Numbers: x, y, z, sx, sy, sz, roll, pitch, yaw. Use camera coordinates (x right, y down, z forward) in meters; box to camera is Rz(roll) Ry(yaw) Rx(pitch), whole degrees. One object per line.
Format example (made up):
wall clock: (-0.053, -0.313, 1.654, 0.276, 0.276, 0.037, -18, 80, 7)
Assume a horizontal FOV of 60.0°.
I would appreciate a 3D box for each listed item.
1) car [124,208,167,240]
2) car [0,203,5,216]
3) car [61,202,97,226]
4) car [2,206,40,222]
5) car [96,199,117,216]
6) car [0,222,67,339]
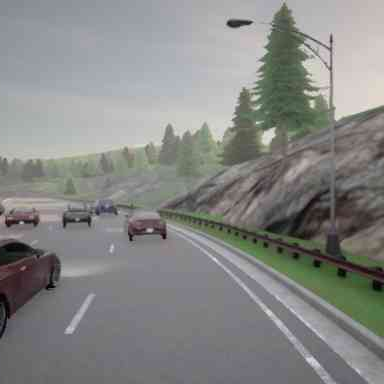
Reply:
car: (-2.493, 1.579, 17.349, 1.812, 1.442, 4.674, 0, 0, -15)
car: (-20.908, 1.766, 35.170, 1.994, 1.385, 4.181, 0, 0, -25)
car: (-8.272, 1.593, 23.832, 2.128, 1.511, 4.902, 0, 0, -20)
car: (-11.921, 1.724, 23.721, 1.895, 1.301, 4.718, 0, 0, -22)
car: (-9.317, 1.485, 35.049, 2.097, 1.767, 4.553, 0, 0, -24)
car: (-3.952, 1.563, 6.214, 1.812, 1.442, 4.674, 0, 0, -6)
